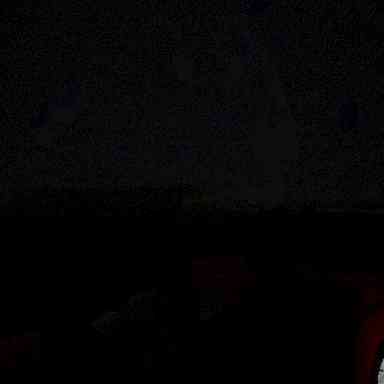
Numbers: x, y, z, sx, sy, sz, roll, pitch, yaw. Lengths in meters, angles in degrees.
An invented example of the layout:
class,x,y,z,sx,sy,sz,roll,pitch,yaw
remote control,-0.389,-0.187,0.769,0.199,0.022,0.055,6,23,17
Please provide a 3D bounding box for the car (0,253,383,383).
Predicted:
class,x,y,z,sx,sy,sz,roll,pitch,yaw
car,0.290,1.461,3.277,5.008,1.535,1.882,-1,0,-36

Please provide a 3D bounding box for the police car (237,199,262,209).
class,x,y,z,sx,sy,sz,roll,pitch,yaw
police car,9.996,2.138,57.984,1.930,1.638,5.238,-2,0,-36
